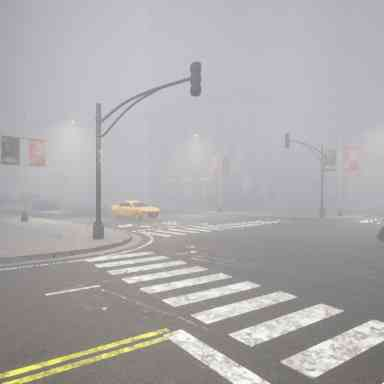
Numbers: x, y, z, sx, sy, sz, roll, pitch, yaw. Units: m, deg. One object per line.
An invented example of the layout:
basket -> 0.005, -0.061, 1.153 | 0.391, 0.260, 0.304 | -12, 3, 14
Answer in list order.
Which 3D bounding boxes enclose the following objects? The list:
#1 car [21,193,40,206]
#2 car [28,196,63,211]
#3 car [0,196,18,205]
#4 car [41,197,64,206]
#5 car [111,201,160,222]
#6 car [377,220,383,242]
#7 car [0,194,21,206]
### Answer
car -> -26.122, 1.198, 53.350 | 5.566, 2.045, 2.150 | 0, 0, 45
car -> -17.650, 1.545, 39.981 | 1.994, 1.385, 4.181 | 0, 0, -45
car -> -33.703, 1.531, 60.944 | 1.994, 1.385, 4.181 | 0, 0, -45
car -> -23.096, 1.546, 54.929 | 4.181, 1.385, 1.994 | 0, 0, 44
car -> -4.617, 1.467, 26.902 | 1.882, 1.535, 5.008 | 0, 0, -45
car -> 9.704, 1.354, 12.546 | 2.097, 1.767, 4.553 | 0, 0, -45
car -> -28.373, 1.087, 50.858 | 1.837, 1.490, 4.892 | 0, 0, -45
